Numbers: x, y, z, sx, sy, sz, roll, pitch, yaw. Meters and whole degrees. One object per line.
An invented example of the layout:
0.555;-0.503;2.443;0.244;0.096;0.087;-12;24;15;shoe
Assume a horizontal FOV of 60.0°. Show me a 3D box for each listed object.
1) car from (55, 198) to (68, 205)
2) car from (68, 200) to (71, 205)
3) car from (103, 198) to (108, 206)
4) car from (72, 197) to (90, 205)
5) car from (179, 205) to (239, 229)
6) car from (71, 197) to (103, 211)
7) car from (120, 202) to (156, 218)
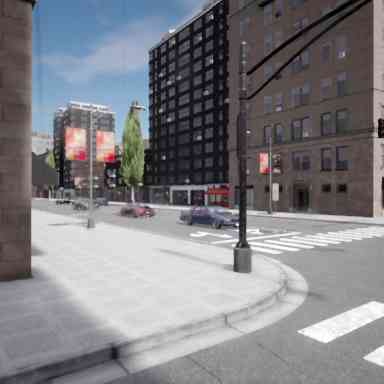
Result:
-25.323;1.852;65.089;1.895;1.301;4.718;0;0;-36;car
-18.961;1.738;56.272;1.812;1.442;4.674;0;0;-36;car
-16.244;1.709;58.055;2.128;1.511;4.902;0;0;-36;car
-22.148;1.743;66.243;2.128;1.511;4.902;0;0;-36;car
1.229;1.606;22.377;2.033;1.411;5.357;0;0;-36;car
-13.653;1.507;43.061;2.097;1.767;4.553;0;0;-35;car
-5.120;1.665;31.170;1.994;1.385;4.181;0;0;-36;car
